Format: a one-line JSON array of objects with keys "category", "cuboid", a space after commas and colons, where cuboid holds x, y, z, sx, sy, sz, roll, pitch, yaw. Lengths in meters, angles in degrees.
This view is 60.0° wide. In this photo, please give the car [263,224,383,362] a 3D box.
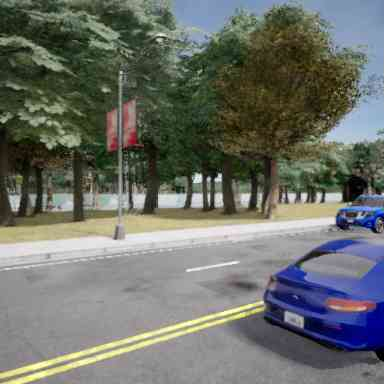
[{"category": "car", "cuboid": [3.225, 1.518, 5.746, 4.674, 1.442, 1.812, 0, 0, -36]}]

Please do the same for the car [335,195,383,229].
[{"category": "car", "cuboid": [10.655, 1.197, 19.313, 5.566, 2.045, 2.150, 0, 0, -36]}]
